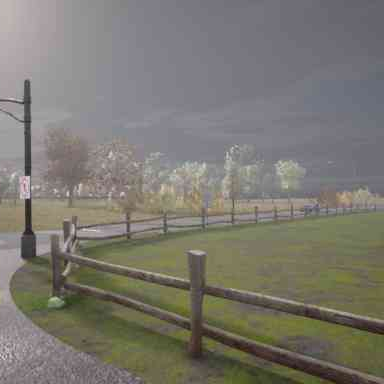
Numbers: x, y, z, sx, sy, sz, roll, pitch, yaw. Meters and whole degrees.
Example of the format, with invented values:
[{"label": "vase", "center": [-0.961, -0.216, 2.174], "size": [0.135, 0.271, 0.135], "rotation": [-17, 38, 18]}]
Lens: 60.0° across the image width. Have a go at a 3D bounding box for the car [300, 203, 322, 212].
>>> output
[{"label": "car", "center": [18.949, 2.449, 52.944], "size": [2.033, 1.411, 5.357], "rotation": [-1, -2, 40]}]
